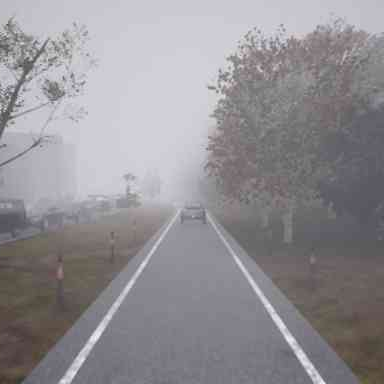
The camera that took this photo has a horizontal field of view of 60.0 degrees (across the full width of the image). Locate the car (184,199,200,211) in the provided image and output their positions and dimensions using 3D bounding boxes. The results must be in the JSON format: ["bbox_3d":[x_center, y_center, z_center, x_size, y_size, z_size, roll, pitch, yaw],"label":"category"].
[{"bbox_3d":[-0.077,1.652,43.055,1.895,1.301,4.718,0,0,-2],"label":"car"}]

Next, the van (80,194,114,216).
[{"bbox_3d":[-9.089,1.241,32.060,1.878,1.987,4.442,0,-1,-2],"label":"van"}]

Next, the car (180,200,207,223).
[{"bbox_3d":[0.100,1.520,25.638,2.128,1.511,4.902,0,0,0],"label":"car"}]

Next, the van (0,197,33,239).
[{"bbox_3d":[-9.072,1.227,14.351,1.878,1.987,4.442,0,0,2],"label":"van"}]

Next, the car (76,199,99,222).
[{"bbox_3d":[-9.079,1.484,25.547,2.163,1.488,4.792,0,-1,-2],"label":"car"}]

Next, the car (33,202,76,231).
[{"bbox_3d":[-9.073,1.442,20.036,2.231,1.521,4.892,0,-1,-2],"label":"car"}]
